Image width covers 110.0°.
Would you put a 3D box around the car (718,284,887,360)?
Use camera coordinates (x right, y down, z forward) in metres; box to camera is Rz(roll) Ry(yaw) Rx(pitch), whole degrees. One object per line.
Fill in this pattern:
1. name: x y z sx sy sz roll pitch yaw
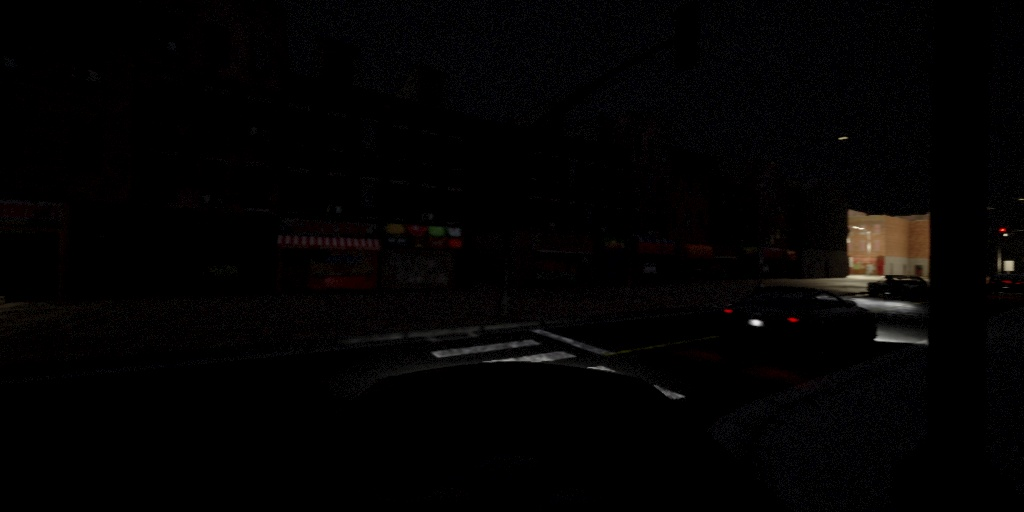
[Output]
1. car: 7.039 1.461 8.814 4.181 1.385 1.994 1 0 -30

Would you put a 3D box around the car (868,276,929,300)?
1. car: 23.560 1.879 21.785 4.718 1.301 1.895 1 0 -30

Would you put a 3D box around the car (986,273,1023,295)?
1. car: 35.008 1.995 25.123 5.008 1.535 1.882 2 -1 -30
